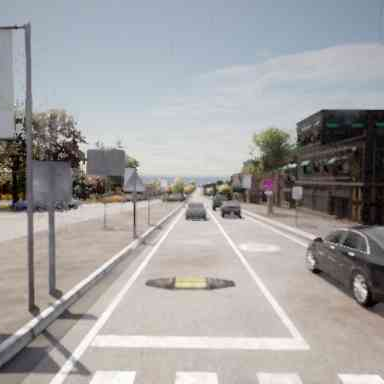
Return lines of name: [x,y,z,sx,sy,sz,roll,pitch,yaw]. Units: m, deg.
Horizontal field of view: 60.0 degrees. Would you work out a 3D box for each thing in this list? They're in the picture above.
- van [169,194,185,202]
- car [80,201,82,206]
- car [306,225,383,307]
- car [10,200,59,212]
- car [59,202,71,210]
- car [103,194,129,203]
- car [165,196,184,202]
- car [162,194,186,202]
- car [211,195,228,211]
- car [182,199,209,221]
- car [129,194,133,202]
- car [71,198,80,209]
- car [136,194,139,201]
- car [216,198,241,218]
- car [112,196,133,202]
van: [-4.276,1.724,95.509,4.442,1.987,1.878,0,-1,1]
car: [-18.112,1.544,47.627,4.674,1.452,2.002,0,0,1]
car: [4.304,1.570,8.103,1.837,1.490,4.892,0,0,1]
car: [-18.244,1.502,37.930,4.674,1.452,2.002,0,0,1]
car: [-18.196,1.477,41.205,4.892,1.521,2.231,0,0,1]
car: [-17.720,1.635,76.109,5.008,1.535,2.097,0,0,1]
car: [-4.505,1.840,87.099,4.892,1.521,2.231,0,-1,1]
car: [-4.604,1.758,78.695,4.892,1.521,2.231,0,0,1]
car: [3.796,1.431,44.106,2.150,2.045,5.566,0,0,1]
car: [0.346,1.627,28.948,1.837,1.490,4.892,0,0,1]
car: [-17.656,1.679,81.677,5.008,1.535,2.097,0,0,1]
car: [-18.163,1.490,44.479,5.008,1.535,2.097,0,0,1]
car: [-17.509,1.647,90.032,4.553,1.767,2.185,0,-1,1]
car: [3.677,1.665,32.416,1.837,1.490,4.892,0,-1,1]
car: [-17.616,1.748,84.463,4.674,1.452,2.002,0,-1,1]
